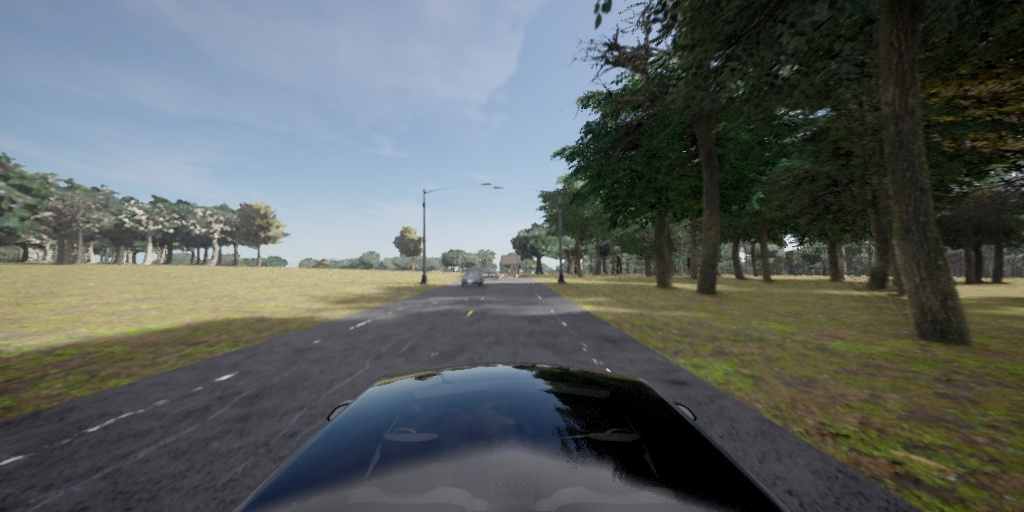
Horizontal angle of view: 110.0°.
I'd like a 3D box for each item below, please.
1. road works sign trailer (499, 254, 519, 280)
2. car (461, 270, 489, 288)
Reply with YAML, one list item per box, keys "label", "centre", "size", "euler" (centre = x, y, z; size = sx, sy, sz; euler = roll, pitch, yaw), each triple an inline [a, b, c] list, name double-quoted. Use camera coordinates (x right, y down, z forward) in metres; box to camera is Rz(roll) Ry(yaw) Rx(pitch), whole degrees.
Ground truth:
- label: "road works sign trailer"
  centre: [-0.270, 1.546, 49.709]
  size: [2.380, 3.560, 2.880]
  euler: [0, 0, -1]
- label: "car"
  centre: [-3.716, 2.175, 34.304]
  size: [2.128, 1.511, 4.902]
  euler: [-1, -2, 0]
